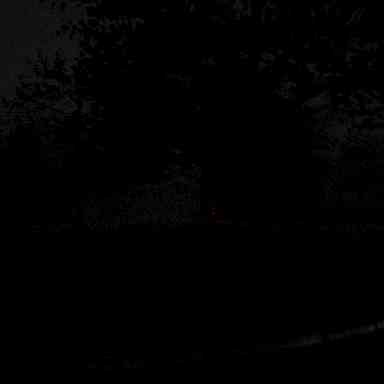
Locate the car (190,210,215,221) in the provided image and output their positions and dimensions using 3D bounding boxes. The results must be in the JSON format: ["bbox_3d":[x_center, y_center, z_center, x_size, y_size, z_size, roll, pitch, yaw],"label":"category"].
[{"bbox_3d":[1.459,3.279,47.068,2.128,1.511,4.902,0,-3,-28],"label":"car"}]
